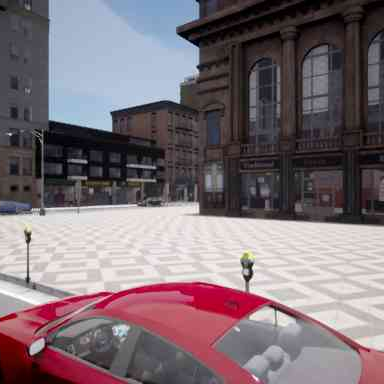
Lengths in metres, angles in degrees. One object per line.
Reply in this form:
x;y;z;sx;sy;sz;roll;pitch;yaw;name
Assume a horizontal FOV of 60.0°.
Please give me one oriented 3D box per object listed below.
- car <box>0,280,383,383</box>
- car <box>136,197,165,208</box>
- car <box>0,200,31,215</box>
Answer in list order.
-0.294;1.545;3.055;4.507;1.381;1.887;0;0;35;car
-6.006;1.476;48.701;1.837;1.490;4.892;0;0;36;car
-18.397;1.504;31.858;2.033;1.411;5.357;0;0;36;car
